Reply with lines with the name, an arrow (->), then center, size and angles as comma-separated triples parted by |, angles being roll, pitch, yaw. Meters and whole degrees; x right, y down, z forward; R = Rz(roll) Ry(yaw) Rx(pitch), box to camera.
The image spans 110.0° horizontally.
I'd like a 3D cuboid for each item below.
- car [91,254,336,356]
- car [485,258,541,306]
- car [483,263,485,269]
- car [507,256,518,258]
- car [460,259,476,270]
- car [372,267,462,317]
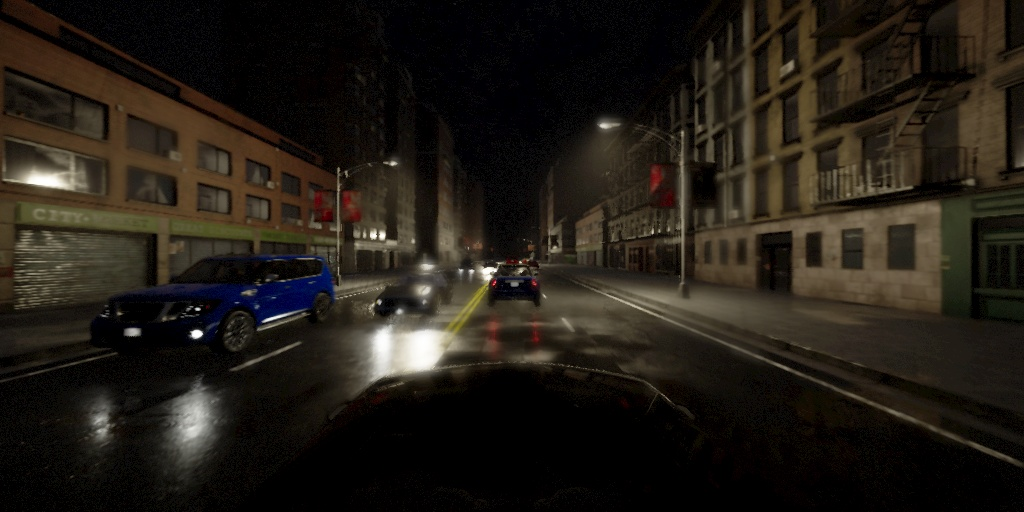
car -> -6.601, 0.970, 9.001 | 2.150, 2.045, 5.566 | 0, 0, 0
car -> 0.101, 1.101, 15.873 | 2.097, 1.767, 4.553 | 0, 0, 0
car -> -3.311, 1.338, 54.547 | 1.895, 1.301, 4.718 | 0, 0, 1
car -> 0.102, 0.957, 58.212 | 2.150, 2.045, 5.566 | 0, 0, 0
car -> -6.553, 1.241, 53.813 | 1.837, 1.490, 4.892 | 0, 0, 1
car -> -3.349, 1.296, 13.408 | 2.033, 1.411, 5.357 | 0, 0, 0
